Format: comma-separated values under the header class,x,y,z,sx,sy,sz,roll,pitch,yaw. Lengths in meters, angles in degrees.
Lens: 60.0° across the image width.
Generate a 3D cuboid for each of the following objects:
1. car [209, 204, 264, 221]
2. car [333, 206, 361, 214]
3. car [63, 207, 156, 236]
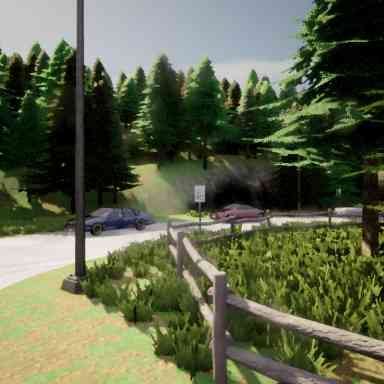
class,x,y,z,sx,sy,sz,roll,pitch,yaw
car,3.410,1.591,25.208,4.181,1.385,1.994,0,0,-26
car,14.566,1.628,28.299,4.718,1.301,1.895,0,0,-5
car,-4.523,1.574,19.156,2.033,1.411,5.357,0,0,41
